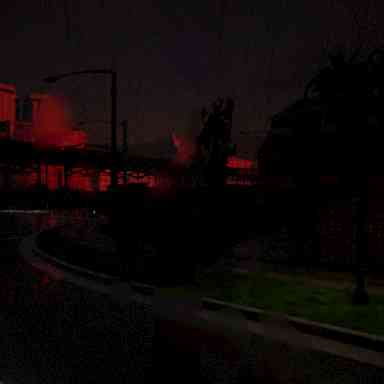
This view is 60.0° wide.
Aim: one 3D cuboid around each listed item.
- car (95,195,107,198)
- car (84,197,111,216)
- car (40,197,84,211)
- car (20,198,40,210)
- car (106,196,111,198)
[{"bbox_3d":[-12.956,1.260,47.952,2.128,1.511,4.902,0,1,37],"label":"car"},{"bbox_3d":[-7.458,1.483,31.660,1.895,1.301,4.718,0,1,37],"label":"car"},{"bbox_3d":[-14.903,1.364,39.560,1.837,1.490,4.892,0,1,37],"label":"car"},{"bbox_3d":[-18.471,1.403,40.645,1.812,1.442,4.674,0,1,37],"label":"car"},{"bbox_3d":[-9.036,1.291,47.337,2.033,1.411,5.357,0,1,37],"label":"car"}]
